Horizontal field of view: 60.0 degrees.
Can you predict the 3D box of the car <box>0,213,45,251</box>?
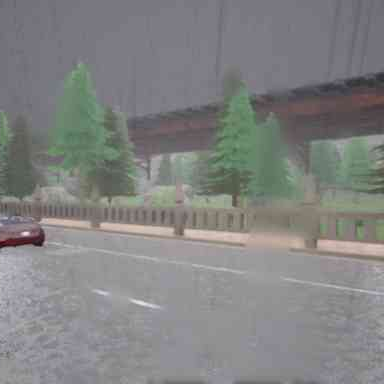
[{"bbox_3d":[-8.087,1.592,14.066,4.181,1.385,1.994,0,0,36],"label":"car"}]
